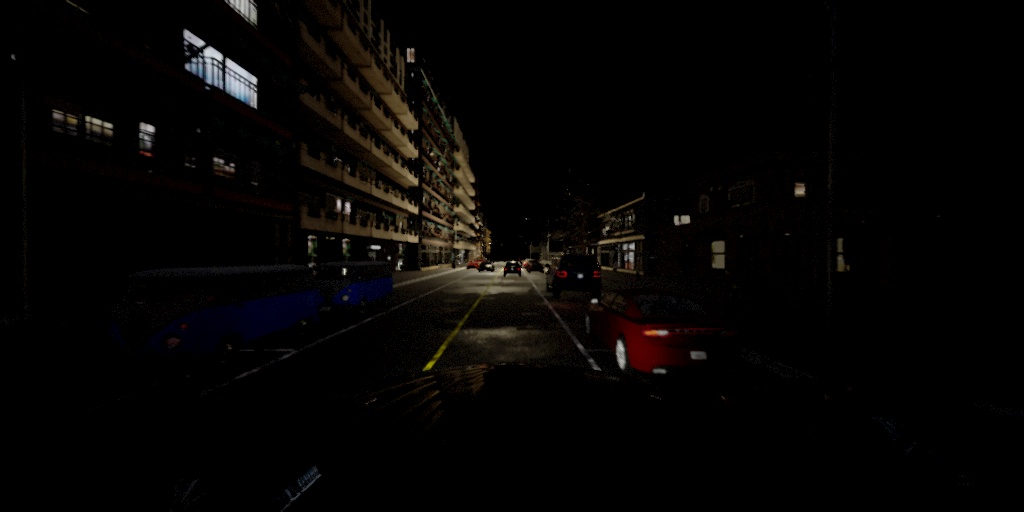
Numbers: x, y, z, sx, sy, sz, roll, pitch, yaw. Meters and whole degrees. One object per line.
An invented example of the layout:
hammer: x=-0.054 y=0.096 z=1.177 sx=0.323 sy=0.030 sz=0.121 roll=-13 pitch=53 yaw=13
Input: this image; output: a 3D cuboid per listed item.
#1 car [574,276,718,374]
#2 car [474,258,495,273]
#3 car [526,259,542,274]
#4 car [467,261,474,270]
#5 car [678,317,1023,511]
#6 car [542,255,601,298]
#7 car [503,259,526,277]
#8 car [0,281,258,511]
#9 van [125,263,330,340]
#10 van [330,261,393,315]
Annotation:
car: x=2.692 y=1.293 z=7.398 sx=1.888 sy=1.381 sz=4.507 roll=0 pitch=0 yaw=0
car: x=-3.068 y=1.301 z=43.951 sx=2.033 sy=1.411 sz=5.357 roll=0 pitch=0 yaw=0
car: x=2.701 y=1.334 z=41.578 sx=1.802 sy=1.307 sz=4.207 roll=0 pitch=0 yaw=0
car: x=-5.677 y=1.344 z=52.976 sx=1.802 sy=1.307 sz=4.207 roll=0 pitch=0 yaw=0
car: x=2.691 y=1.332 z=1.701 sx=1.802 sy=1.307 sz=4.207 roll=0 pitch=0 yaw=0
car: x=3.005 y=0.972 z=18.436 sx=2.150 sy=2.045 sz=5.566 roll=0 pitch=0 yaw=0
car: x=0.048 y=1.297 z=36.085 sx=2.033 sy=1.411 sz=5.357 roll=0 pitch=0 yaw=1
car: x=-3.100 y=1.103 z=0.588 sx=2.097 sy=1.767 sz=4.553 roll=0 pitch=0 yaw=0
van: x=-5.689 y=1.089 z=7.404 sx=1.690 sy=1.789 sz=3.998 roll=0 pitch=0 yaw=0
van: x=-5.687 y=1.088 z=13.100 sx=1.690 sy=1.789 sz=3.998 roll=0 pitch=0 yaw=0
